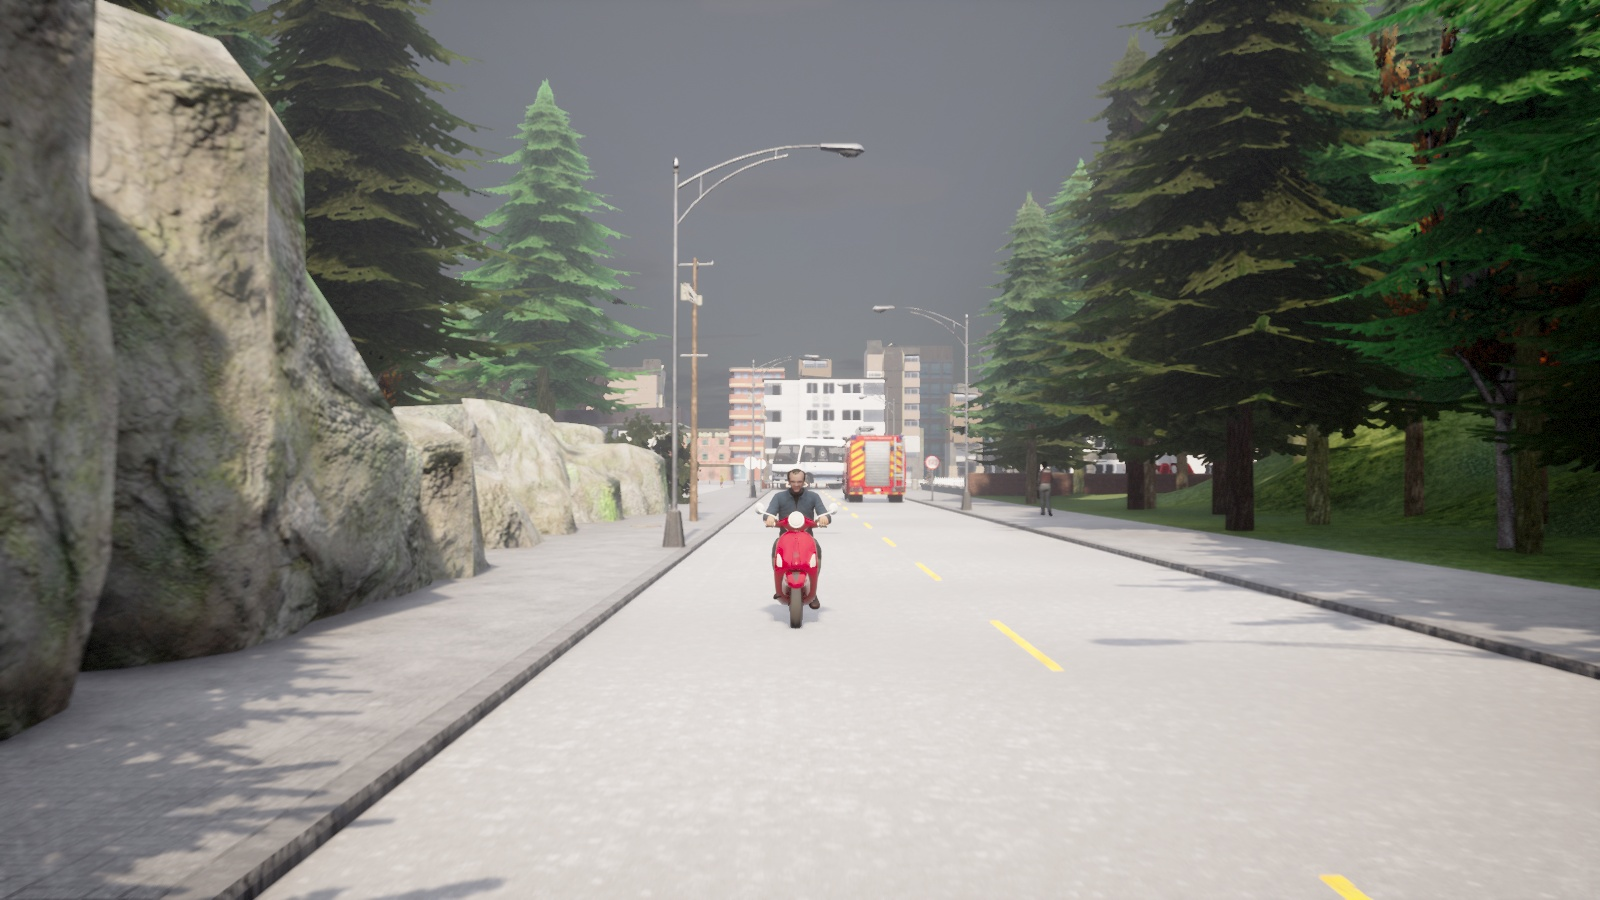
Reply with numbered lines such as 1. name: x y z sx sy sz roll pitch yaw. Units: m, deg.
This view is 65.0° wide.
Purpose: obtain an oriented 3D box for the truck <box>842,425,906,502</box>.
1. truck: 3.822 0.749 66.695 2.891 3.827 8.468 0 -1 0

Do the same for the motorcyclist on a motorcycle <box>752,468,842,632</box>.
1. motorcyclist on a motorcycle: -0.031 0.988 13.102 0.866 1.590 1.817 0 -1 0

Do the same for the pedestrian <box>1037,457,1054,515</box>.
1. pedestrian: 8.169 1.192 41.841 0.402 1.930 0.666 0 -1 -2
